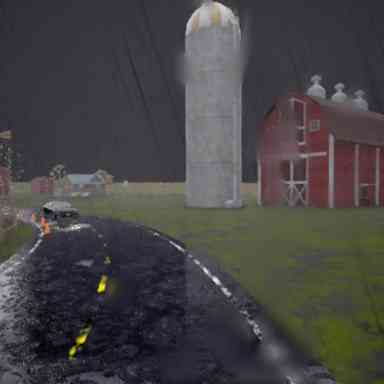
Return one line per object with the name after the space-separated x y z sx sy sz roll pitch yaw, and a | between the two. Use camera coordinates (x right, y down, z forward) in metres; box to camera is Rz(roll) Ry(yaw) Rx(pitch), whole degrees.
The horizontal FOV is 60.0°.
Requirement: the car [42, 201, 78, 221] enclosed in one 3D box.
-10.899 1.456 27.399 1.882 1.535 5.008 -1 0 -36 | car

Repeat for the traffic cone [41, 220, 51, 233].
-8.047 1.964 18.506 0.340 0.580 0.340 -1 0 -23 | traffic cone

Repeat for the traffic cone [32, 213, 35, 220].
-12.745 1.970 26.717 0.340 0.580 0.340 -1 1 -36 | traffic cone

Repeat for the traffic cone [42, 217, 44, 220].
-10.168 1.965 22.726 0.340 0.580 0.340 -1 1 -30 | traffic cone

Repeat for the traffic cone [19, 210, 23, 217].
-15.708 1.977 30.432 0.340 0.580 0.340 -2 1 -41 | traffic cone
